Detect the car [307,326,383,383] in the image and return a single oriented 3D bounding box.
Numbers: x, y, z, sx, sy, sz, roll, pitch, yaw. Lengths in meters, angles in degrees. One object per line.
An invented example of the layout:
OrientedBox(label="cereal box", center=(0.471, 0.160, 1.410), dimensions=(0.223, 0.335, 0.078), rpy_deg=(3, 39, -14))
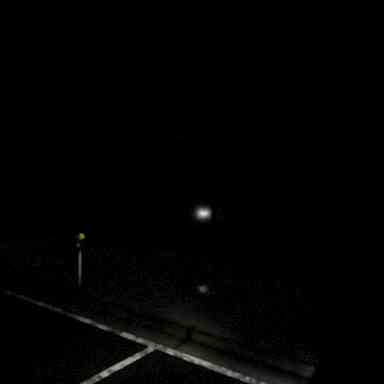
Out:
OrientedBox(label="car", center=(2.721, 1.343, 1.379), dimensions=(4.553, 1.767, 2.097), rpy_deg=(-1, 0, 37))
